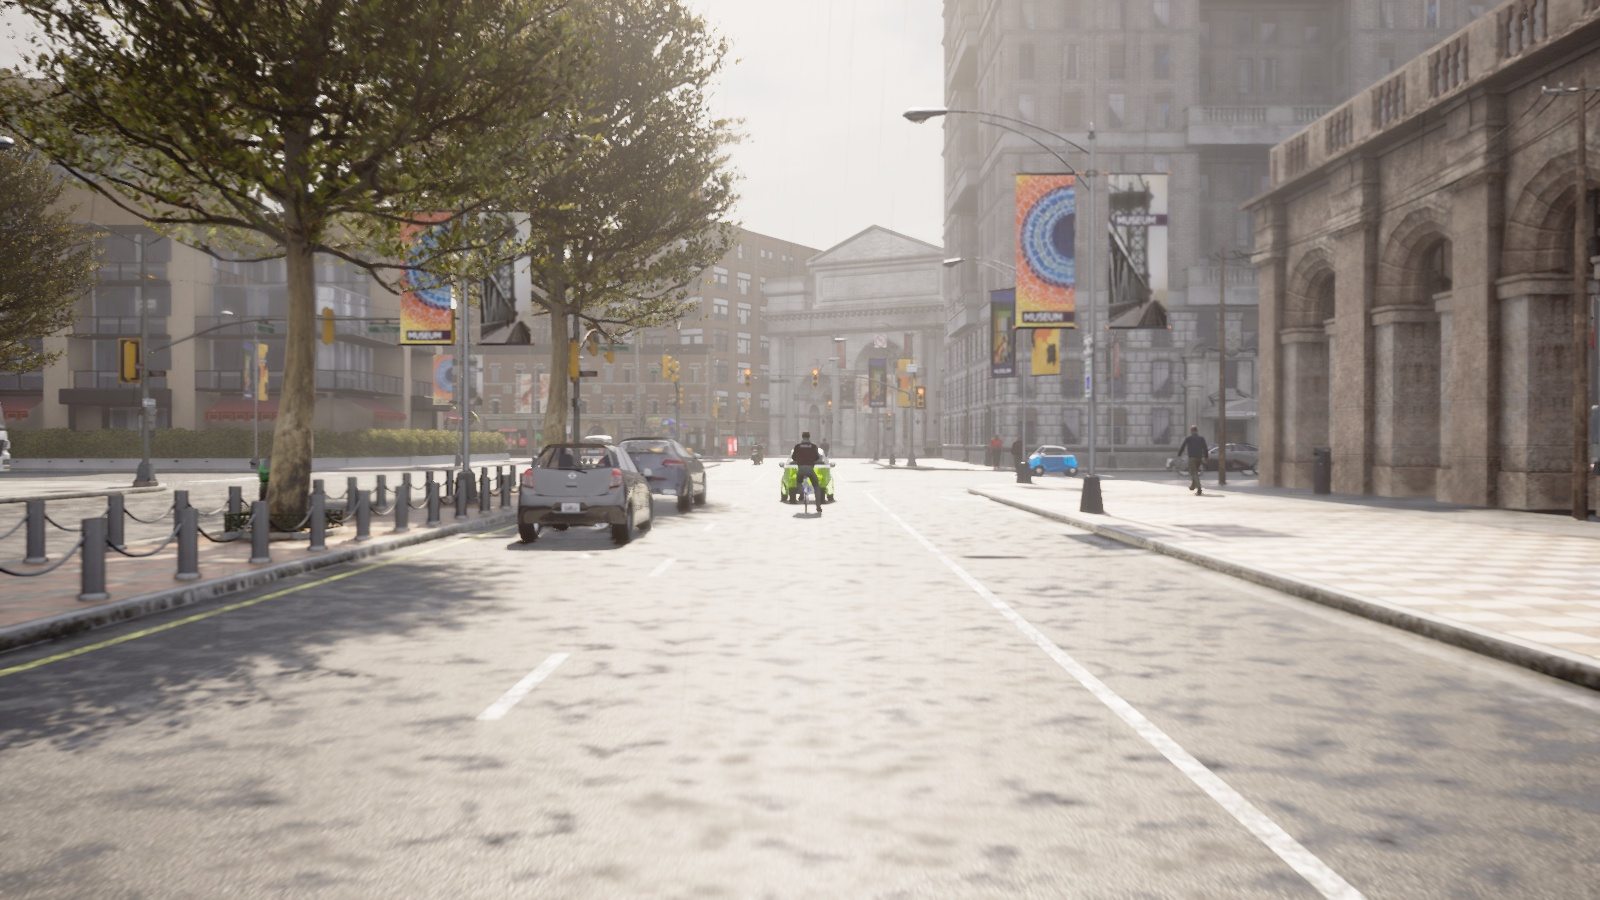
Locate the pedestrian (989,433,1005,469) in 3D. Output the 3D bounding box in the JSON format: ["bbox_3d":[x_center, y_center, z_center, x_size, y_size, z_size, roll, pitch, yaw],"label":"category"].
[{"bbox_3d":[10.331,0.041,65.819,0.634,1.844,0.899,0,0,-4],"label":"pedestrian"}]

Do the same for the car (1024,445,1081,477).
[{"bbox_3d":[11.211,0.495,55.882,2.207,1.376,1.481,0,0,0],"label":"car"}]

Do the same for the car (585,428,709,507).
[{"bbox_3d":[-3.398,0.359,28.930,2.152,1.651,5.027,0,0,1],"label":"car"}]

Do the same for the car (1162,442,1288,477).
[{"bbox_3d":[18.854,0.403,55.882,4.902,1.511,2.128,0,0,0],"label":"car"}]

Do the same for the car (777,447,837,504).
[{"bbox_3d":[0.184,0.622,31.841,1.481,1.376,2.207,0,1,1],"label":"car"}]

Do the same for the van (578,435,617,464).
[{"bbox_3d":[-14.475,-0.049,89.968,2.069,2.038,4.480,0,0,0],"label":"van"}]

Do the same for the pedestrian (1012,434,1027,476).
[{"bbox_3d":[9.888,0.226,56.541,0.634,1.844,0.899,0,0,14],"label":"pedestrian"}]

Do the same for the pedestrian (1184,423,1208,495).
[{"bbox_3d":[10.196,0.229,32.349,0.402,1.842,0.726,0,0,0],"label":"pedestrian"}]

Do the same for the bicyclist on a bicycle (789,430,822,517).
[{"bbox_3d":[0.129,0.468,26.477,0.659,1.776,1.843,0,1,1],"label":"bicyclist on a bicycle"}]

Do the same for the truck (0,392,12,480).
[{"bbox_3d":[-35.544,-0.539,48.880,7.936,3.462,2.891,0,0,0],"label":"truck"}]

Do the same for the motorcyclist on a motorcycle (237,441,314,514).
[{"bbox_3d":[-11.333,0.566,27.192,0.797,1.523,2.044,0,0,0],"label":"motorcyclist on a motorcycle"}]

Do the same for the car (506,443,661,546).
[{"bbox_3d":[-3.370,0.642,20.183,1.845,1.501,3.633,0,0,0],"label":"car"}]
